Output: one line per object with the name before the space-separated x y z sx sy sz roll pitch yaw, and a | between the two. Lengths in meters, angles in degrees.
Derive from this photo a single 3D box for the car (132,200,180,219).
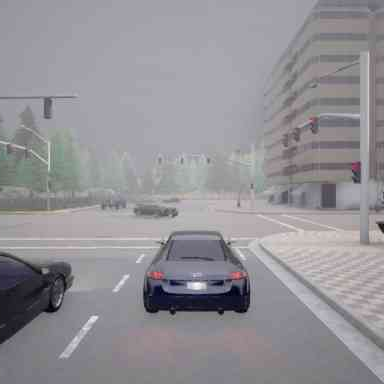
car | -3.265 1.625 29.318 1.895 1.301 4.718 0 0 -41

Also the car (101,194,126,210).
car | -10.416 1.222 44.452 2.150 2.045 5.566 0 0 2

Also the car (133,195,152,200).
car | -6.841 1.547 48.110 2.033 1.411 5.357 0 0 2

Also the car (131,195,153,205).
car | -8.733 1.355 58.801 2.097 1.767 4.553 0 0 16

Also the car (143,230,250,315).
car | 0.092 1.564 7.656 1.994 1.385 4.181 0 0 0

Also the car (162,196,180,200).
car | -3.959 1.477 62.330 1.882 1.535 5.008 0 0 22

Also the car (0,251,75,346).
car | -3.427 1.547 4.622 2.033 1.411 5.357 0 0 0
